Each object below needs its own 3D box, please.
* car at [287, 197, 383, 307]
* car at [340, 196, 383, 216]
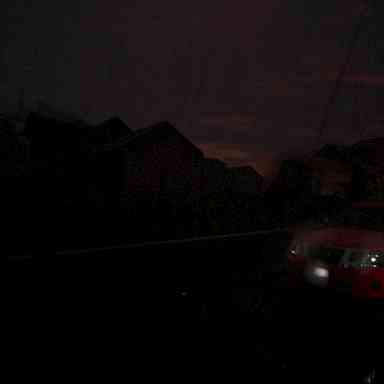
[{"bbox_3d":[4.733,1.218,8.080,5.566,2.045,2.150,0,0,-36],"label":"car"},{"bbox_3d":[14.847,1.154,28.425,1.845,1.501,3.633,0,0,-39],"label":"car"}]
